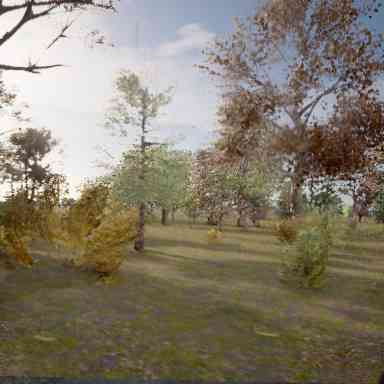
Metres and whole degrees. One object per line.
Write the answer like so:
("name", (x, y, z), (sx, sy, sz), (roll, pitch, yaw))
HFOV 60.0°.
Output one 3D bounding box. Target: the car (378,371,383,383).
("car", (3.942, 1.740, 2.313), (5.008, 1.535, 1.882), (2, -3, -1))
